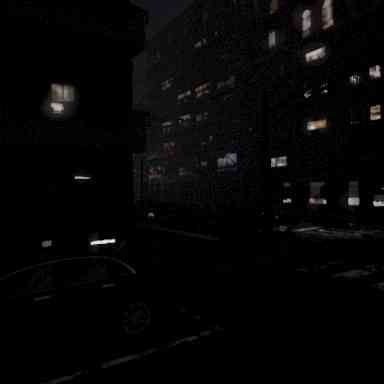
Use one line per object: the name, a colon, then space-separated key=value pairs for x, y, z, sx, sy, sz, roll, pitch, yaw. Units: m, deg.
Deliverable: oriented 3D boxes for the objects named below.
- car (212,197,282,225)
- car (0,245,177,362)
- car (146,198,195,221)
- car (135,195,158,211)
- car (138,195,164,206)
car: x=3.927 y=1.335 z=22.873 sx=2.128 sy=1.511 sz=4.902 roll=-2 pitch=1 yaw=-34
car: x=-2.313 y=1.544 z=4.917 sx=4.403 sy=1.369 sz=2.008 roll=0 pitch=-1 yaw=-35
car: x=-1.526 y=1.419 z=26.086 sx=1.887 sy=1.381 sz=4.507 roll=-1 pitch=1 yaw=-34
car: x=-4.414 y=1.335 z=35.206 sx=1.994 sy=1.385 sz=4.181 roll=-1 pitch=1 yaw=-34
car: x=-6.004 y=1.117 z=47.885 sx=1.752 sy=1.417 sz=4.829 roll=-1 pitch=1 yaw=-34
